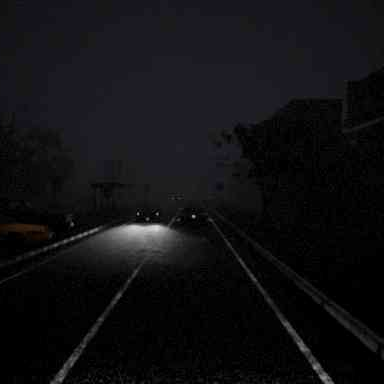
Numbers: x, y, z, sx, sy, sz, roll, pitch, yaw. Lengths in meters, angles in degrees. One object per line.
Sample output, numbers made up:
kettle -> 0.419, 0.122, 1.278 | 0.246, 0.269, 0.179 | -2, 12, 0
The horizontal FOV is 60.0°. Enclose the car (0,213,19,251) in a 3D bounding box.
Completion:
car -> -8.973, 1.597, 11.546 | 4.674, 1.452, 2.002 | 0, 0, 0

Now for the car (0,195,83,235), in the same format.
car -> -8.945, 1.324, 17.154 | 5.566, 2.045, 2.435 | 0, 0, 0

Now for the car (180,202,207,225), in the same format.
car -> 0.118, 1.680, 25.233 | 1.994, 1.385, 4.181 | 0, 0, 0

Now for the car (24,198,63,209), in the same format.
car -> -22.068, 1.685, 49.581 | 4.892, 1.521, 2.231 | 0, 0, 0

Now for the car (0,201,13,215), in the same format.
car -> -22.062, 1.675, 35.702 | 4.674, 1.452, 2.002 | 0, 0, 0

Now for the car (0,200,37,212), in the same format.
car -> -22.066, 1.694, 41.255 | 4.674, 1.452, 2.002 | 0, 0, 0

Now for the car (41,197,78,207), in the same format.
car -> -21.891, 1.702, 55.130 | 5.366, 1.575, 1.946 | 0, 0, 0

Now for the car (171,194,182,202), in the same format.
car -> -3.200, 1.206, 69.490 | 1.837, 1.490, 4.892 | 0, 1, 0

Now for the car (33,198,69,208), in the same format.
car -> -22.105, 1.723, 52.355 | 4.792, 1.488, 2.163 | 0, 0, 0

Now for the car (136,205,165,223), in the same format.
car -> -3.330, 1.723, 27.173 | 1.895, 1.301, 4.718 | 0, 0, 0

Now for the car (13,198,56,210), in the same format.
car -> -22.078, 1.673, 46.806 | 5.008, 1.535, 2.097 | 0, 0, 0

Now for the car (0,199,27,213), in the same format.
car -> -22.062, 1.644, 38.479 | 5.008, 1.535, 2.097 | 0, 0, 0

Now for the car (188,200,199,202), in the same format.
car -> 0.130, 1.684, 41.591 | 2.033, 1.411, 5.357 | 0, 0, 0

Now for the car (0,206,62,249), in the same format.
car -> -8.786, 1.563, 14.349 | 5.366, 1.575, 1.946 | 0, 0, 0

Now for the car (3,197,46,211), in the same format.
car -> -22.102, 1.538, 44.031 | 4.553, 1.767, 2.185 | 0, 0, 0
